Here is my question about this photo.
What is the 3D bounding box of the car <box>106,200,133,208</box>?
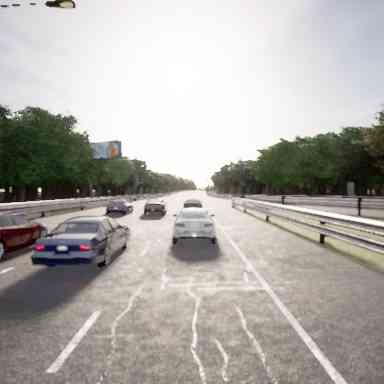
[{"bbox_3d":[-6.908,1.425,32.122,1.994,1.385,4.181,0,0,0],"label":"car"}]

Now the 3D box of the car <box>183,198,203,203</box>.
[{"bbox_3d":[0.091,1.335,33.219,1.882,1.535,5.008,0,0,0],"label":"car"}]

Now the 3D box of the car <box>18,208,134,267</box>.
[{"bbox_3d":[-3.403,1.508,11.231,2.033,1.411,5.357,0,0,0],"label":"car"}]

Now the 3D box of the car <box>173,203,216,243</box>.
[{"bbox_3d":[0.096,1.463,15.537,1.812,1.442,4.674,0,0,0],"label":"car"}]

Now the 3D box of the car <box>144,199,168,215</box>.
[{"bbox_3d":[-3.409,1.355,31.550,2.128,1.511,4.902,0,0,0],"label":"car"}]

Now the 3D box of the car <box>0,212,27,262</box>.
[{"bbox_3d":[-6.903,1.435,11.753,1.882,1.535,5.008,0,0,0],"label":"car"}]
